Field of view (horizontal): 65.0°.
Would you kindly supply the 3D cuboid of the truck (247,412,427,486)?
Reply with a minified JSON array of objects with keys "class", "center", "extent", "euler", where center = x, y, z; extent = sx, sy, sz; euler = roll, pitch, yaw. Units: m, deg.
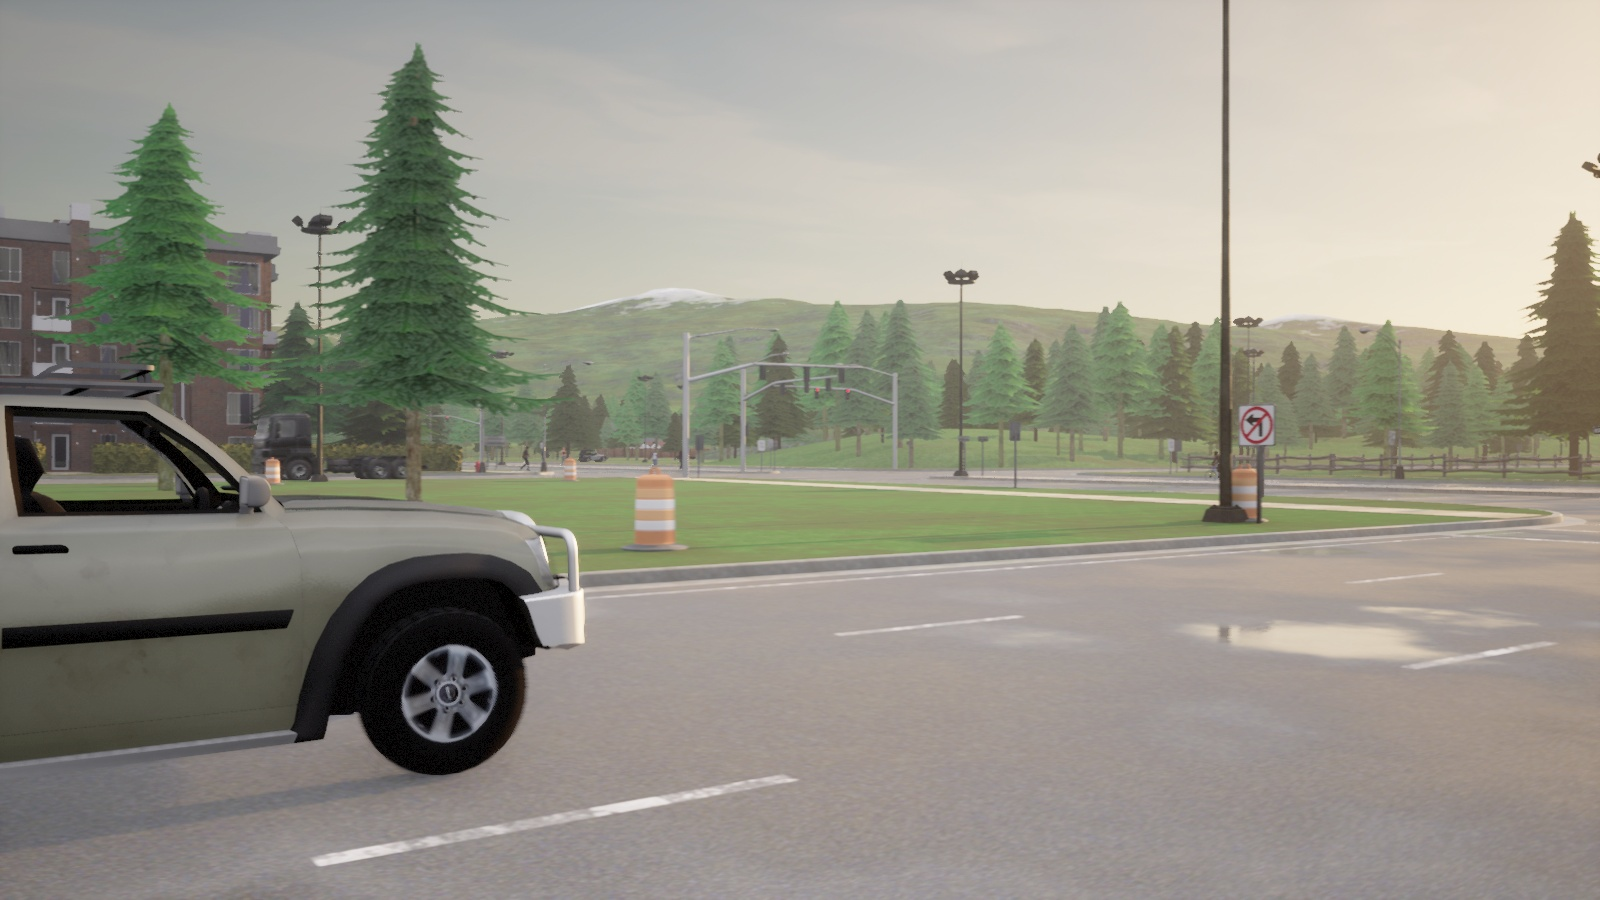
[{"class":"truck","center":[-22.981,-0.045,62.494],"extent":[7.936,3.462,2.891],"euler":[0,0,-35]}]

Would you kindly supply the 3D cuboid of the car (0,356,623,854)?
[{"class":"car","center":[-3.308,0.581,5.622],"extent":[4.605,1.855,1.932],"euler":[0,0,-35]}]
